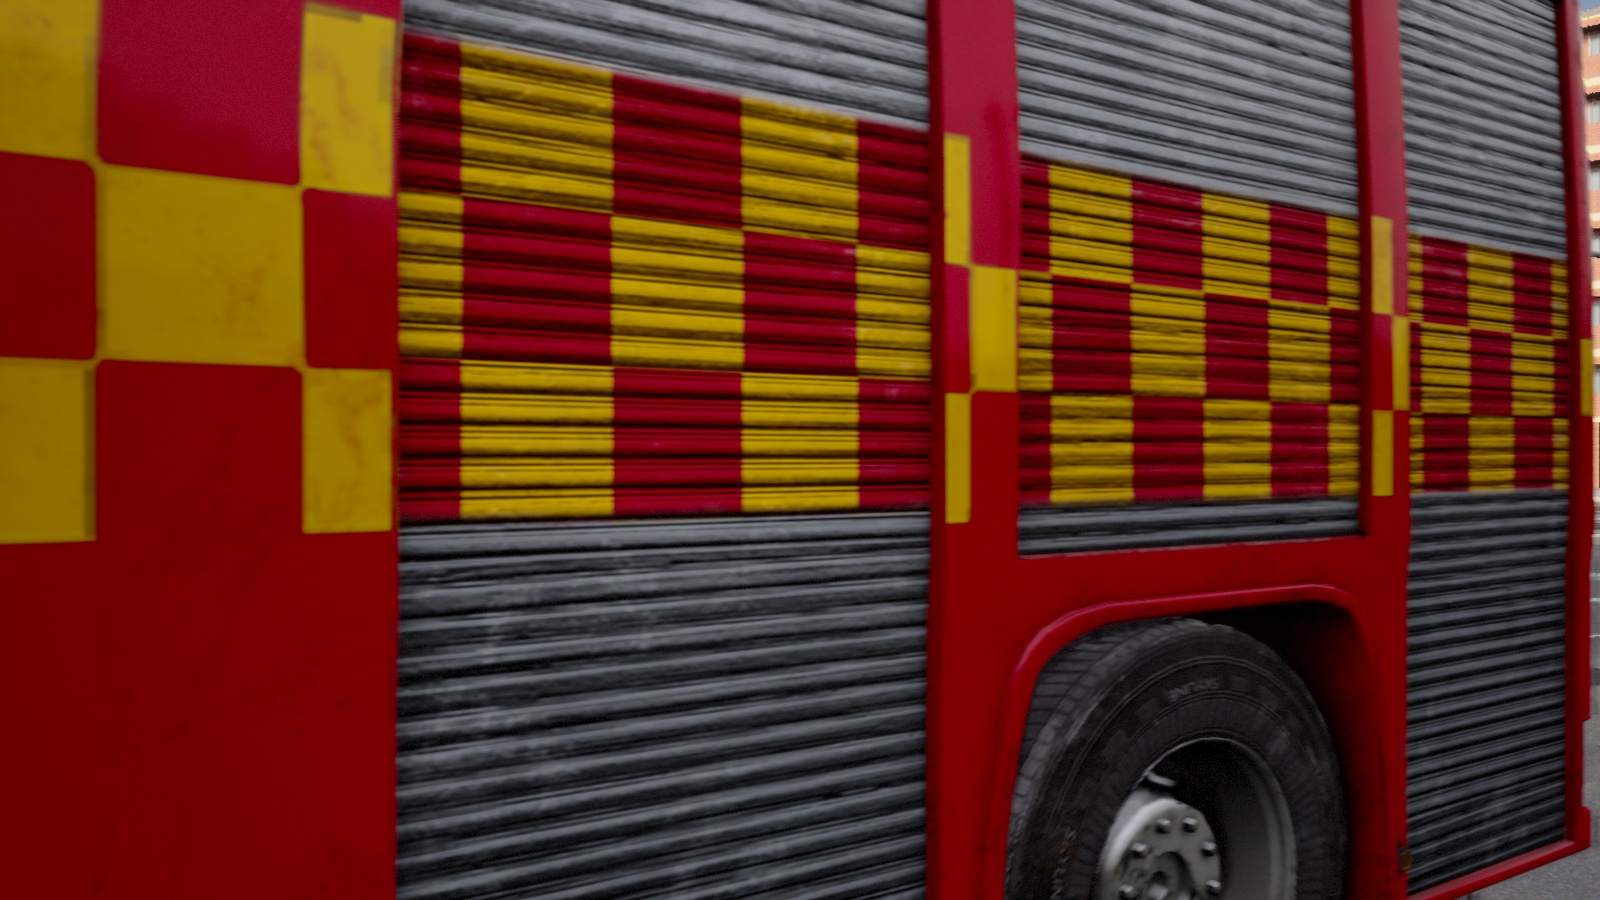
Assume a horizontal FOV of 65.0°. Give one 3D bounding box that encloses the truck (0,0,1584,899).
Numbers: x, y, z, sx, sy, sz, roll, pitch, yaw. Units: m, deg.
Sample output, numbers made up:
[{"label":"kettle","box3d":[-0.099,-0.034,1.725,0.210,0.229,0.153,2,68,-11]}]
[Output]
[{"label":"truck","box3d":[-2.213,-0.410,2.123,8.468,3.827,2.891,0,0,-35]}]
